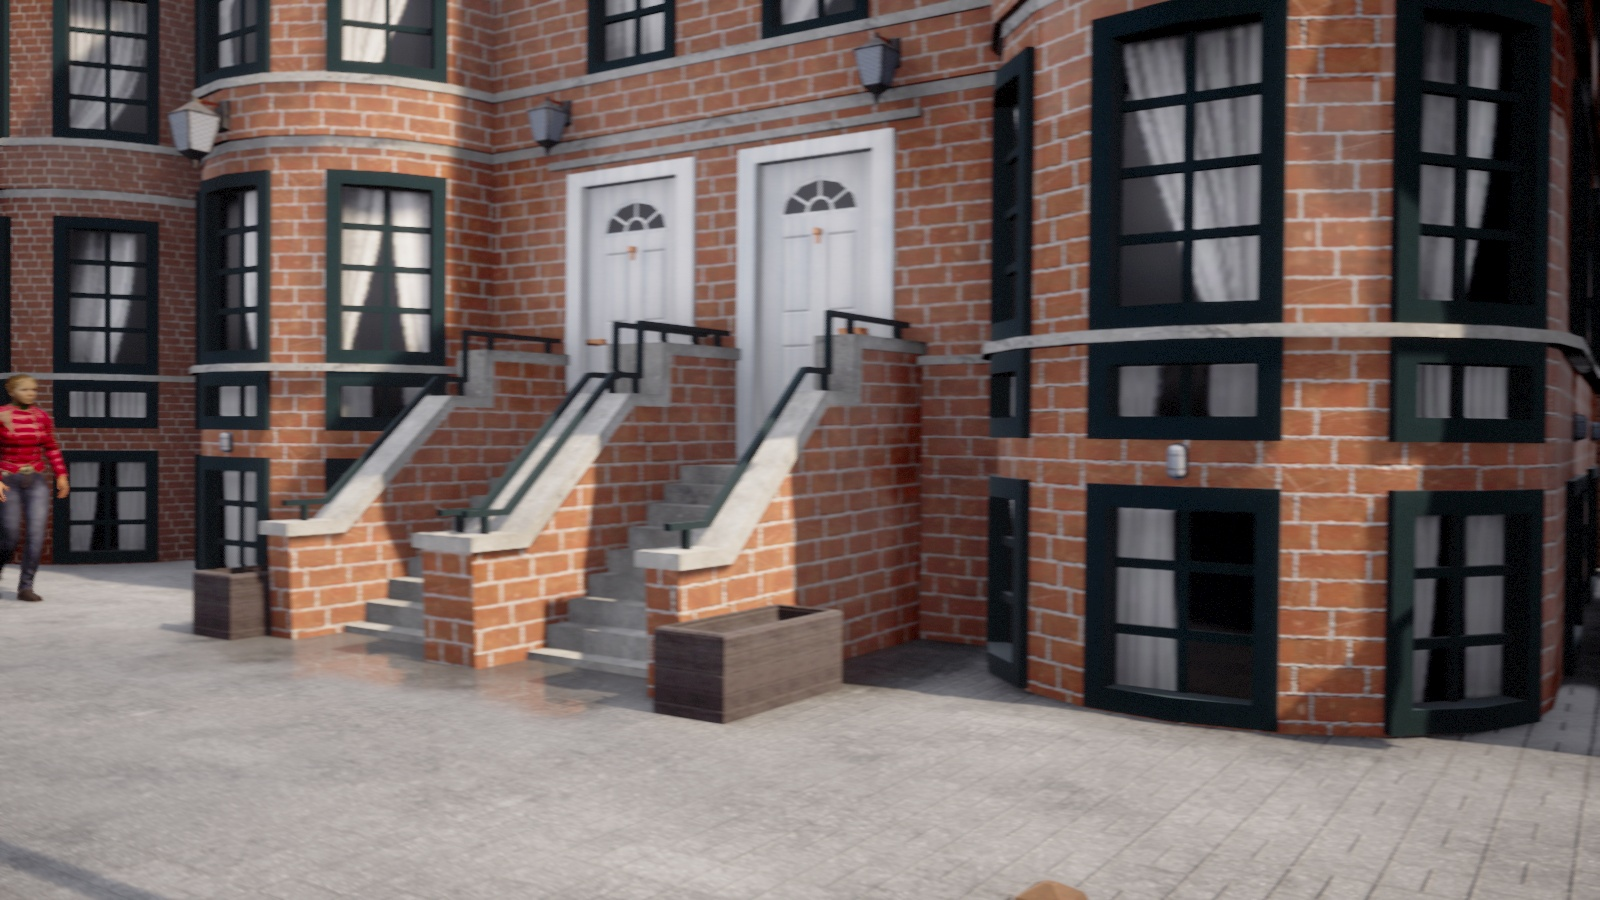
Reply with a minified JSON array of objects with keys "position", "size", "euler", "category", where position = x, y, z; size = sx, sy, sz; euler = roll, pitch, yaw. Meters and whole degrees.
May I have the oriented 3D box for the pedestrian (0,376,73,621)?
[{"position":[-5.990,0.362,9.758],"size":[0.636,1.846,0.331],"euler":[0,1,36],"category":"pedestrian"}]
